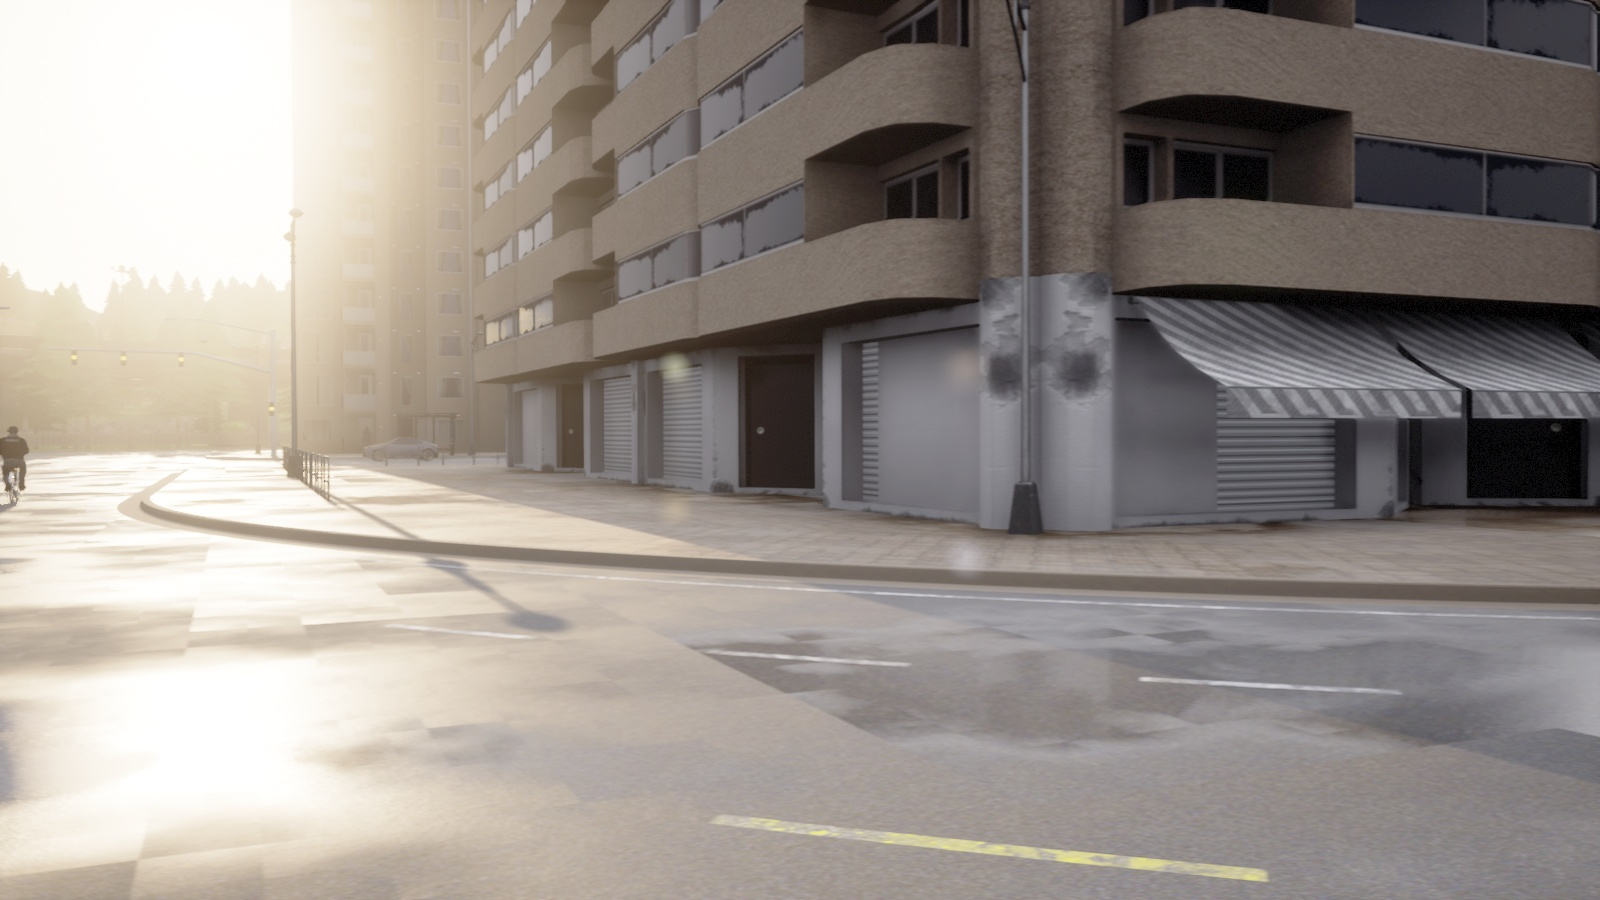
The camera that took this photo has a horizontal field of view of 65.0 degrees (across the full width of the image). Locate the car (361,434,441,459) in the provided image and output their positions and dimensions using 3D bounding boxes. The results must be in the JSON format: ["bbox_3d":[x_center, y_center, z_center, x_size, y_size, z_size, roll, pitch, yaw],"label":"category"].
[{"bbox_3d":[-22.842,-0.229,71.906,4.181,1.385,1.994,0,1,-25],"label":"car"}]

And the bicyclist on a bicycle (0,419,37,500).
[{"bbox_3d":[-17.760,0.197,28.431,0.659,1.776,1.843,0,1,-26],"label":"bicyclist on a bicycle"}]
